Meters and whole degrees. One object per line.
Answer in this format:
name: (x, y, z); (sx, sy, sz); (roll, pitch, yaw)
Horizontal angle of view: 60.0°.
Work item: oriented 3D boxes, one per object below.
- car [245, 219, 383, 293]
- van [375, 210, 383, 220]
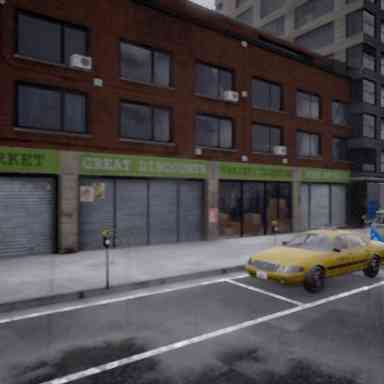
car: (3.579, 1.626, 9.098); (4.829, 1.417, 1.752); (1, -1, -36)
van: (8.265, 1.513, 12.443); (3.998, 1.788, 1.690); (1, -1, -35)
